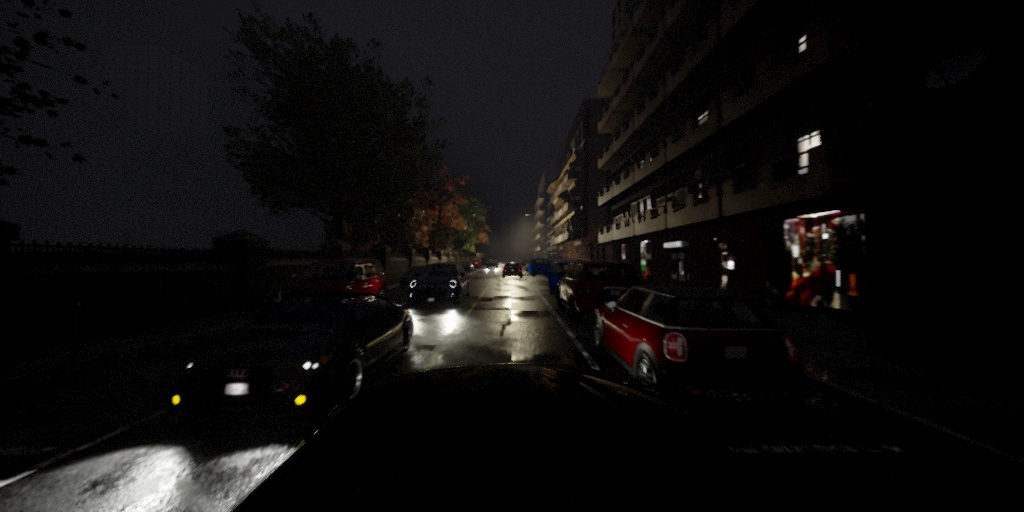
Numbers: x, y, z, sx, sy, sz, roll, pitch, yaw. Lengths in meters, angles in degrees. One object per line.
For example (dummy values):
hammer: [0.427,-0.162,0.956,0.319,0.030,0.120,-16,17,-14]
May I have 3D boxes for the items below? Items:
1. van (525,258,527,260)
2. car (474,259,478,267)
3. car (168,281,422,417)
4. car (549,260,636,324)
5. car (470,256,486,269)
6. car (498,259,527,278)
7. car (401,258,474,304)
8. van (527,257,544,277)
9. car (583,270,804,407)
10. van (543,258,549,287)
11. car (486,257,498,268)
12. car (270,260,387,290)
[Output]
van: [2.607,1.058,39.400,1.690,1.789,3.998,0,0,0]
car: [-5.788,1.274,44.903,2.007,1.370,4.403,0,0,0]
car: [-3.100,1.315,6.044,1.994,1.385,4.181,0,0,0]
car: [2.673,1.053,11.782,2.192,1.841,5.009,0,0,0]
car: [-5.814,1.030,55.950,2.192,1.841,5.009,0,0,0]
car: [0.042,1.273,33.184,2.033,1.411,5.357,0,0,0]
car: [-3.119,1.095,16.081,2.097,1.767,4.553,0,0,0]
van: [2.620,1.062,33.877,1.690,1.789,3.998,0,0,0]
car: [2.686,1.183,6.259,1.967,1.591,4.097,0,0,0]
van: [2.660,1.075,17.305,1.690,1.789,3.998,0,0,0]
car: [-3.172,1.311,57.355,1.895,1.301,4.718,0,0,0]
car: [-5.708,1.064,11.762,2.192,1.841,5.009,0,0,0]
